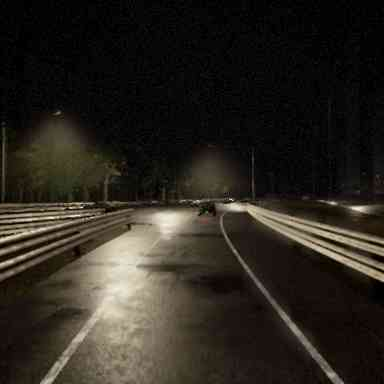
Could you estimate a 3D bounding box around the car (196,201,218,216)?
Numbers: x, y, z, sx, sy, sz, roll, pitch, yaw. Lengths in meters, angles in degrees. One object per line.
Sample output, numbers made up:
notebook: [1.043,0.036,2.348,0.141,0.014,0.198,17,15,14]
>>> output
car: [1.911,1.922,38.300,1.837,1.490,4.892,-1,0,7]

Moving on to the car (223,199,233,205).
car: [9.332,2.585,86.650,1.837,1.490,4.892,0,-1,18]

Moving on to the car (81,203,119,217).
car: [-8.585,1.786,31.478,1.812,1.442,4.674,0,-1,18]

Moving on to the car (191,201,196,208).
car: [1.307,2.275,61.938,1.895,1.301,4.718,0,-1,18]
